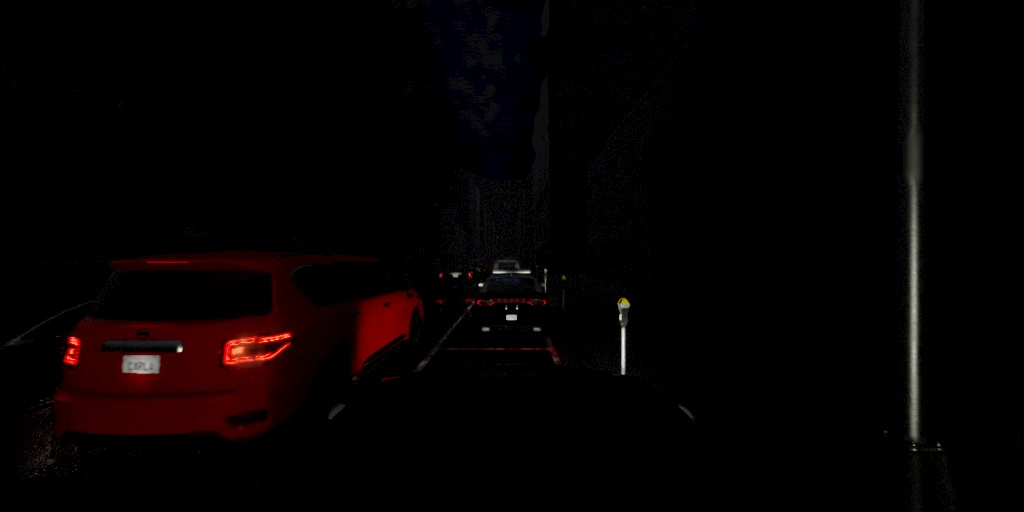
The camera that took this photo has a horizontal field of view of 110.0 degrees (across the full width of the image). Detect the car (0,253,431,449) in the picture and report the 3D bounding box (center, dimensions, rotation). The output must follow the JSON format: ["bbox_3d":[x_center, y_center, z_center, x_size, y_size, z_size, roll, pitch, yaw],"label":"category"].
[{"bbox_3d":[-3.041,0.972,5.630,2.150,2.045,5.566,0,0,0],"label":"car"}]

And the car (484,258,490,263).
[{"bbox_3d":[-3.145,1.254,36.089,1.812,1.442,4.674,0,0,0],"label":"car"}]

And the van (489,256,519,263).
[{"bbox_3d":[-0.289,1.082,21.849,1.690,1.789,3.998,0,0,0],"label":"van"}]

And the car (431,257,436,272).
[{"bbox_3d":[-8.813,1.040,38.791,2.192,1.841,5.009,0,0,0],"label":"car"}]

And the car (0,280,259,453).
[{"bbox_3d":[-6.245,1.241,4.887,2.128,1.511,4.902,0,0,0],"label":"car"}]

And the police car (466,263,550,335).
[{"bbox_3d":[-0.011,1.173,10.610,1.930,1.638,5.238,0,0,0],"label":"police car"}]

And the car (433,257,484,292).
[{"bbox_3d":[-3.047,1.094,21.467,2.097,1.767,4.553,0,0,0],"label":"car"}]
